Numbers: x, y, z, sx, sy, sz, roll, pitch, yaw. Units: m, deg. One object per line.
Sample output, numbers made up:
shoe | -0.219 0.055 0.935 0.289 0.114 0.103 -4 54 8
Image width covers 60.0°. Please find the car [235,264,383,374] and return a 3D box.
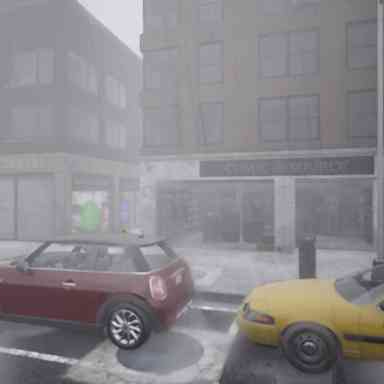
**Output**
car | 3.044 1.535 4.451 4.829 1.417 1.752 0 0 17

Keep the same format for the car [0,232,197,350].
car | -2.082 1.455 5.997 4.097 1.590 1.967 0 0 17
